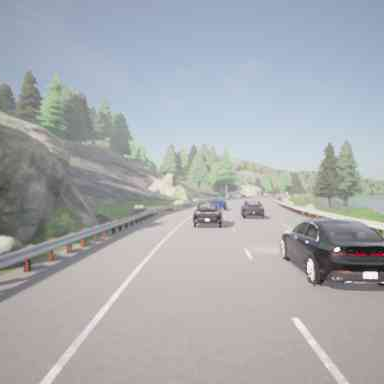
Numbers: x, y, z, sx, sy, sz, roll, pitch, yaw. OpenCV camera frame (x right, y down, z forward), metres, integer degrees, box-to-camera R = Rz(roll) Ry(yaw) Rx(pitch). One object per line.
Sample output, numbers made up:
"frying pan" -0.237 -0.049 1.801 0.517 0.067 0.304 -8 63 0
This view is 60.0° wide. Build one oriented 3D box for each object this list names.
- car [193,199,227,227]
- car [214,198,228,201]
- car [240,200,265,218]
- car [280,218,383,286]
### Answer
"car" 1.115 1.472 22.522 2.128 1.511 4.902 0 0 5
"car" 3.438 1.443 42.114 1.882 1.535 5.008 0 0 9
"car" 5.288 1.471 29.351 2.128 1.511 4.902 0 0 6
"car" 3.829 1.501 9.392 1.837 1.490 4.892 0 0 2
